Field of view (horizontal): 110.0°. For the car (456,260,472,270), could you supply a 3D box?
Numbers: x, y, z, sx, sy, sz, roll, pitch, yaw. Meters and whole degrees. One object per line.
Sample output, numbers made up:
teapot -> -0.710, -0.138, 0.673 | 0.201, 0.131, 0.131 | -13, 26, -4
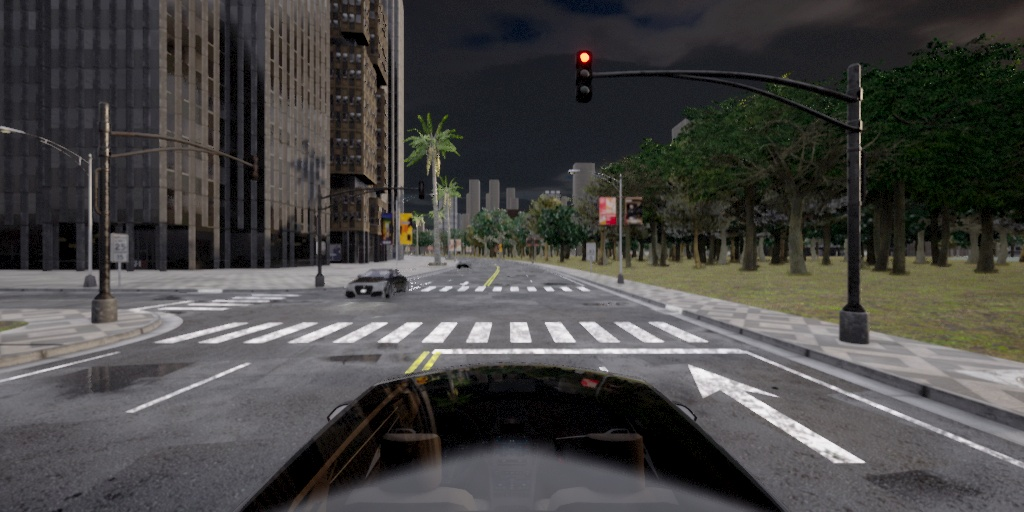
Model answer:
car -> -6.832, 1.287, 51.197 | 1.895, 1.301, 4.718 | 0, 0, -2

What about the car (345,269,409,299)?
car -> -6.562, 1.343, 17.845 | 1.994, 1.385, 4.181 | 0, 0, 0
